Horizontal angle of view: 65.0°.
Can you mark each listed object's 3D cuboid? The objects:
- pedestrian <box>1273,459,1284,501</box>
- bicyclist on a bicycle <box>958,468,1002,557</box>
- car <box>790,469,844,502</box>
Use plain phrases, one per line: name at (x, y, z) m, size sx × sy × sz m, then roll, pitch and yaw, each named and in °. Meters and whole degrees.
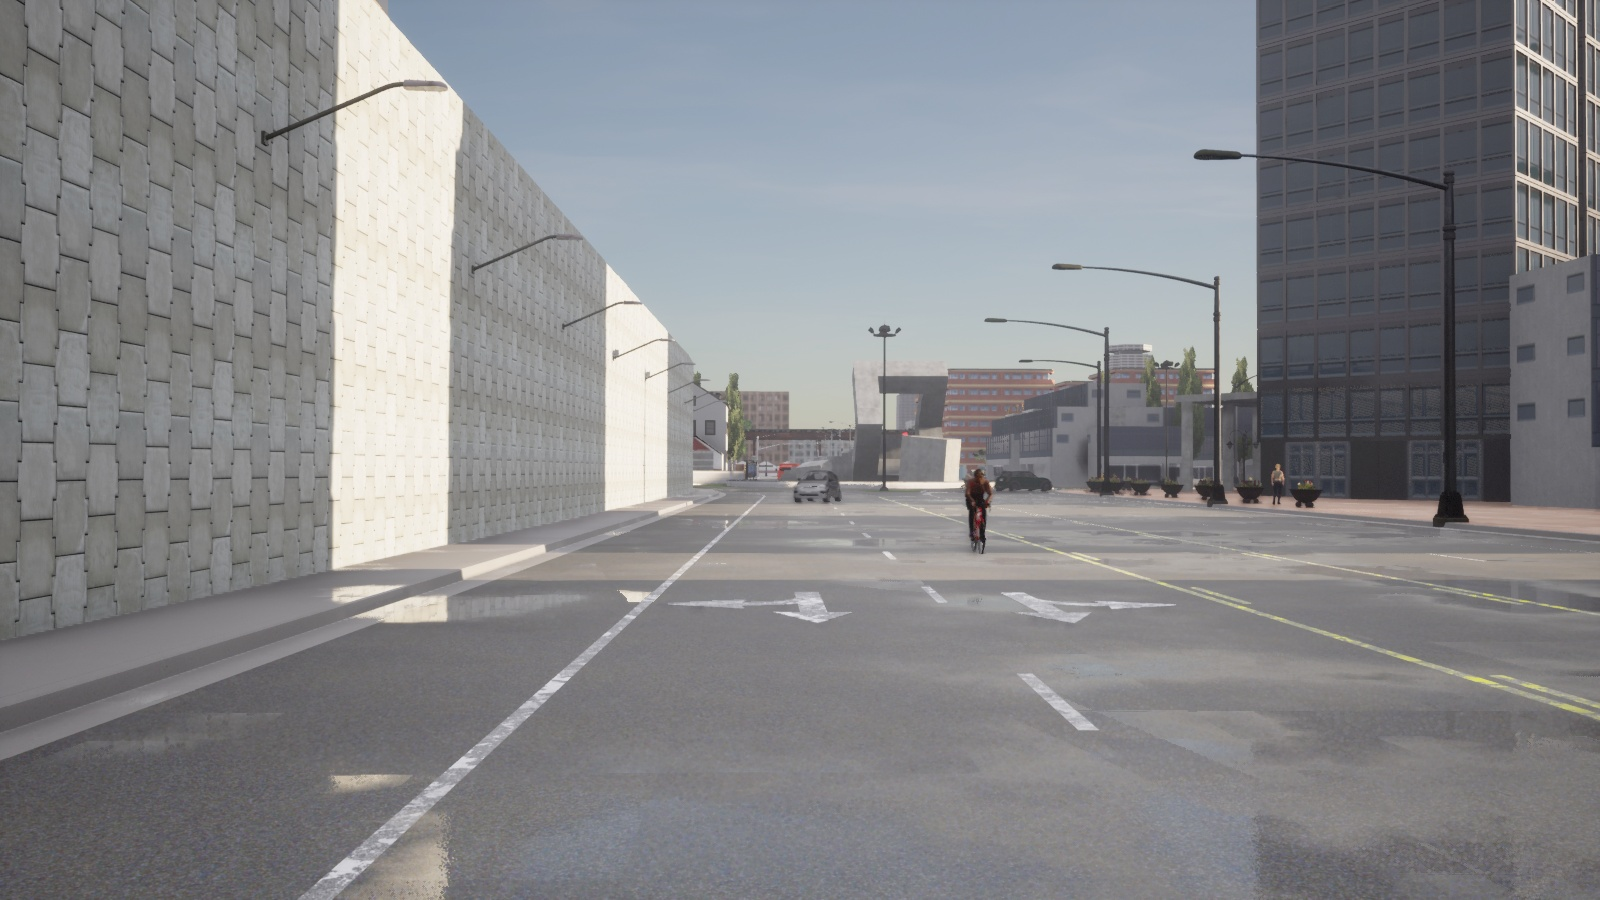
pedestrian at (21.295, 1.333, 55.921) m, size 0.345 × 1.836 × 0.594 m, roll -1°, pitch -1°, yaw 32°
bicyclist on a bicycle at (3.407, 1.154, 23.892) m, size 0.582 × 1.620 × 1.656 m, roll 0°, pitch -1°, yaw 0°
car at (0.887, 1.766, 63.068) m, size 1.851 × 1.617 × 3.988 m, roll 0°, pitch -1°, yaw 14°
